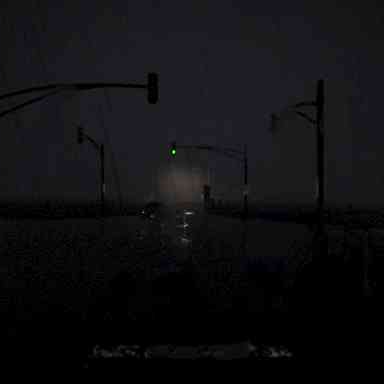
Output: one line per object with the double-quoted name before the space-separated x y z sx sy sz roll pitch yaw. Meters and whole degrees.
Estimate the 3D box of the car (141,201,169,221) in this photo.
"car" -2.857 1.469 26.230 1.812 1.442 4.674 0 0 0
